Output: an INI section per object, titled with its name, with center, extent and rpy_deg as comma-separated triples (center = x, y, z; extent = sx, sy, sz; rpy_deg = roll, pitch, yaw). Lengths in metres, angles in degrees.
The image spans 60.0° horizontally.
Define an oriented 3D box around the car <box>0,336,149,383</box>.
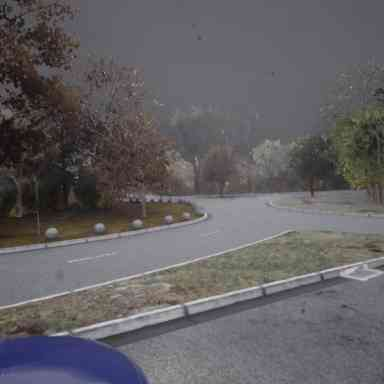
[car]
center = -2.391, 1.528, 1.591
extent = 4.674, 1.442, 1.812
rpy_deg = 0, 0, -36
